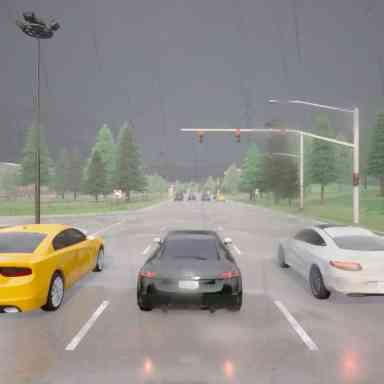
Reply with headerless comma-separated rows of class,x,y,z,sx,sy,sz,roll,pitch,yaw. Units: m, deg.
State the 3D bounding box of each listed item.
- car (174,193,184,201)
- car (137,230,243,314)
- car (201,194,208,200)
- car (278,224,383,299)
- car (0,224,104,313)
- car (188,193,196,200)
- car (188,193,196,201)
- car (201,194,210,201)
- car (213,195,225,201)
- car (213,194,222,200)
car,-3.495,1.596,82.137,1.895,1.301,4.718,0,0,0
car,0.002,1.565,7.730,1.994,1.385,4.181,0,0,2
car,3.506,1.342,92.110,1.837,1.490,4.892,0,0,0
car,3.519,1.527,8.304,1.812,1.442,4.674,0,0,1
car,-3.487,1.478,7.760,1.882,1.535,5.008,0,0,0
car,0.006,1.197,92.080,2.097,1.767,4.553,0,0,0
car,0.005,1.356,82.077,2.097,1.767,4.553,0,0,0
car,3.505,1.553,82.106,1.994,1.385,4.181,0,0,0
car,7.005,1.478,81.689,1.882,1.535,5.008,0,0,0
car,7.006,1.394,92.109,1.994,1.385,4.181,0,0,0
